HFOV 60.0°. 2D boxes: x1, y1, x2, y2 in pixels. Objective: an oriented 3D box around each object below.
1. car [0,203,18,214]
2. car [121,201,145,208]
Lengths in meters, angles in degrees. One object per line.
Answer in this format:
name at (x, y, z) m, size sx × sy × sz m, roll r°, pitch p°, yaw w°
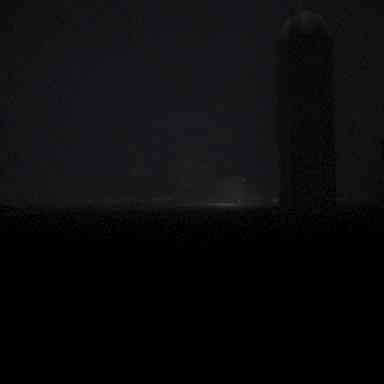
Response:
car at (-25.143, 2.130, 43.205) m, size 1.812 × 1.442 × 4.674 m, roll -1°, pitch -1°, yaw 35°
car at (-11.881, 2.612, 67.095) m, size 2.033 × 1.411 × 5.357 m, roll -1°, pitch -1°, yaw 35°
